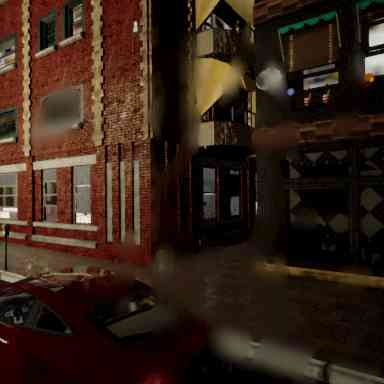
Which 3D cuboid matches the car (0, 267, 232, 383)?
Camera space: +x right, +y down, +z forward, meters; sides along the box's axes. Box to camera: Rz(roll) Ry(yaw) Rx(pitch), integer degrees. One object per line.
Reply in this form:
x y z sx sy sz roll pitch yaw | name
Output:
-1.551 1.583 3.959 4.206 1.307 1.802 0 -1 36 | car
